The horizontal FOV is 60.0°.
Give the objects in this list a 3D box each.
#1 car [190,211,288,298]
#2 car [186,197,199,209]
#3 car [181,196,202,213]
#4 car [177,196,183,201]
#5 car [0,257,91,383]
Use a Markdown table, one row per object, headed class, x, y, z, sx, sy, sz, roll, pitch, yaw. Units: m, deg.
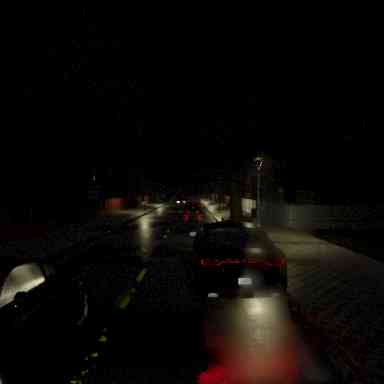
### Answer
| class | x | y | z | sx | sy | sz | roll | pitch | yaw |
| --- | --- | --- | --- | --- | --- | --- | --- | --- | --- |
| car | 0.972 | 1.483 | 8.557 | 1.882 | 1.535 | 5.008 | 0 | 0 | 0 |
| car | 0.054 | 1.528 | 47.177 | 1.812 | 1.442 | 4.674 | 0 | 0 | 0 |
| car | 0.119 | 1.486 | 37.016 | 1.882 | 1.535 | 5.008 | 0 | 0 | 1 |
| car | -2.656 | 1.551 | 83.370 | 1.895 | 1.301 | 4.718 | 0 | 0 | 0 |
| car | -2.745 | 1.567 | 4.102 | 1.994 | 1.385 | 4.181 | 0 | 0 | 0 |
